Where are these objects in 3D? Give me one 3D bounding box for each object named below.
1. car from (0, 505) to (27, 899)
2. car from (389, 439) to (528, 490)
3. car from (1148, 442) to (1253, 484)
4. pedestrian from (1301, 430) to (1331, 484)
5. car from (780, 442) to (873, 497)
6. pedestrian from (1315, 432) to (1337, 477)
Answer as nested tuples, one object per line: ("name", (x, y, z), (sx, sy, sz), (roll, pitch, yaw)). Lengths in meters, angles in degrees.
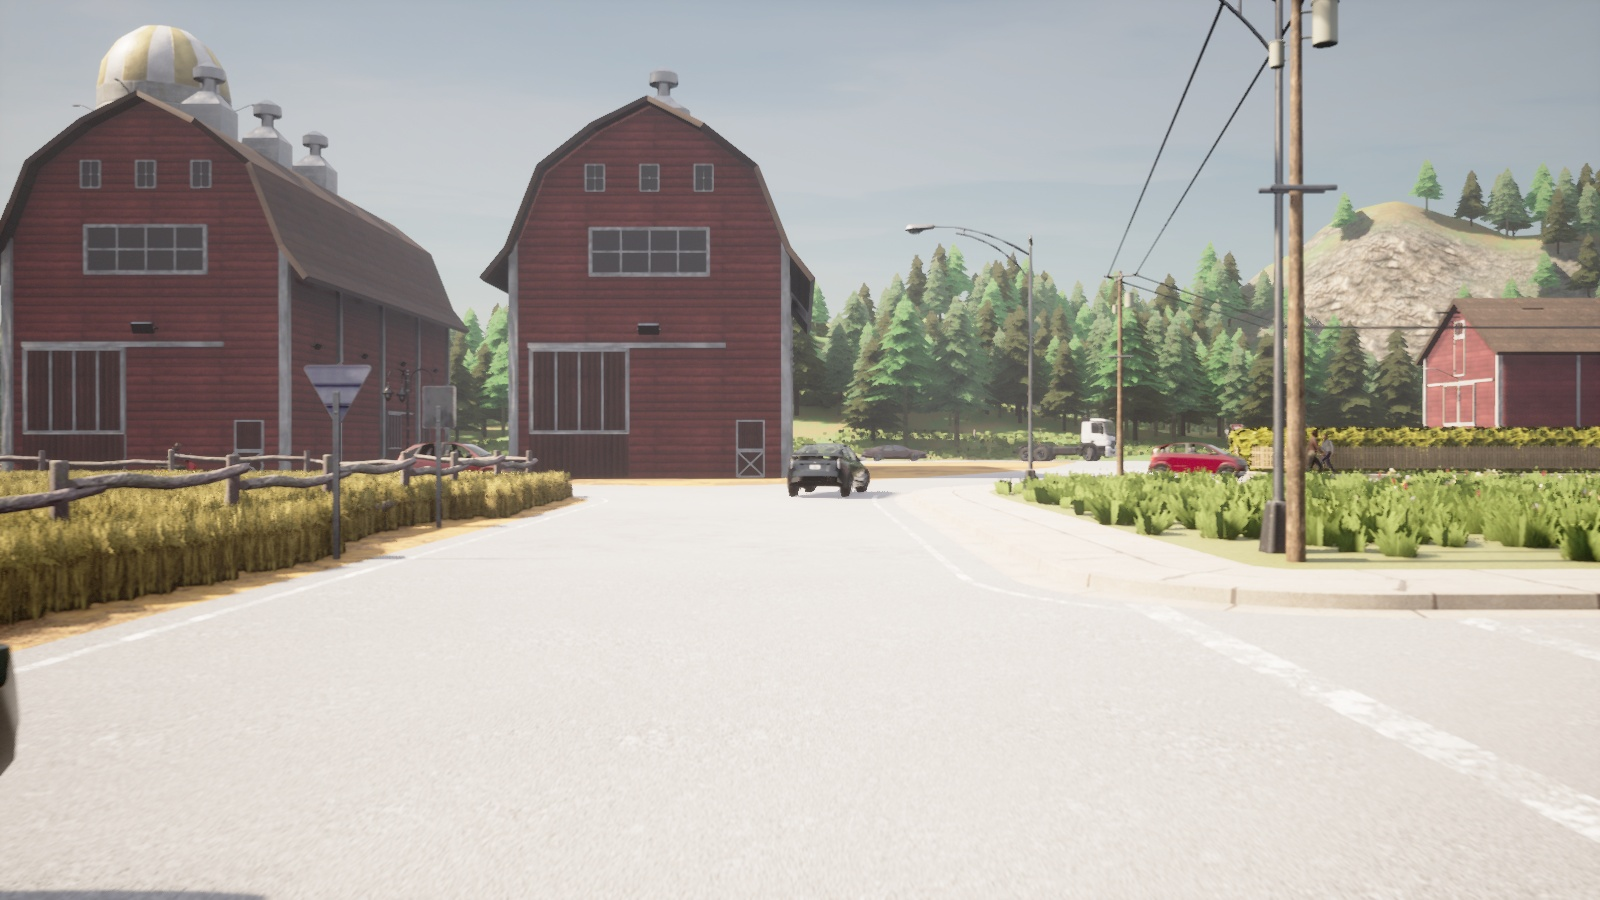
("car", (-3.475, 0.837, 1.731), (1.895, 1.301, 4.718), (0, 0, 0))
("car", (-11.119, 0.468, 41.021), (3.988, 1.617, 1.851), (0, 0, 5))
("car", (15.948, 0.493, 49.976), (3.705, 1.549, 1.789), (2, 1, 27))
("pedestrian", (17.529, 0.235, 42.668), (0.869, 1.805, 0.328), (0, 0, 6))
("car", (0.868, 0.525, 37.461), (2.007, 1.525, 4.514), (0, 0, 12))
("pedestrian", (23.179, 0.194, 55.388), (0.788, 1.949, 0.423), (0, 0, -2))
